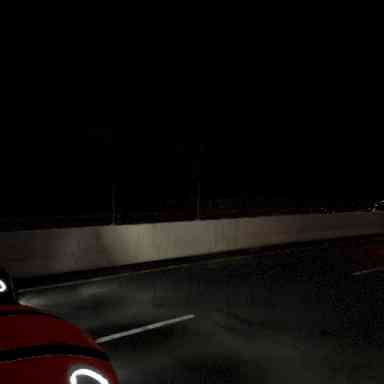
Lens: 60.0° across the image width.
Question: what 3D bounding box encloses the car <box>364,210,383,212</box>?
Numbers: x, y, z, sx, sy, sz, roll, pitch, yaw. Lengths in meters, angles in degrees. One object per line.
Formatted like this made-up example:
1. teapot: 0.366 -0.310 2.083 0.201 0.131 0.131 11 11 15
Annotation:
1. car: 15.467 1.308 24.601 4.553 1.767 2.097 0 0 -22

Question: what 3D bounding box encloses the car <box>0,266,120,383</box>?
1. car: -2.656 1.355 1.848 4.553 1.767 2.097 0 0 -35

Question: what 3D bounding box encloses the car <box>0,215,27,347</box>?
1. car: -4.934 1.354 4.524 4.553 1.767 2.097 0 0 -35

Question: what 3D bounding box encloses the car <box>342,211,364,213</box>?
1. car: 15.768 1.443 28.516 4.902 1.511 2.128 0 0 -21
